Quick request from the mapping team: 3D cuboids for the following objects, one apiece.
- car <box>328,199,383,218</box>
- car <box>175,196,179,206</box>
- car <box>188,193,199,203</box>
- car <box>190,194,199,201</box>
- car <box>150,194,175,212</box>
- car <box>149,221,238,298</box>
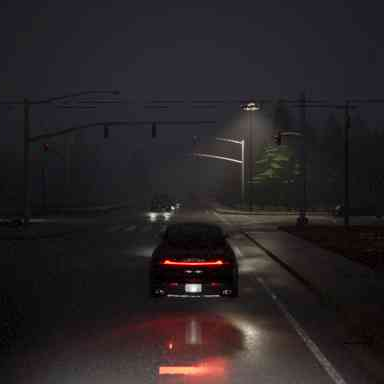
[{"bbox_3d":[14.588,1.379,29.638,4.553,1.767,2.097,0,0,1],"label":"car"},{"bbox_3d":[-3.575,1.564,52.397,1.994,1.385,4.181,0,0,0],"label":"car"},{"bbox_3d":[0.287,1.221,69.222,2.150,2.045,5.566,0,0,2],"label":"car"},{"bbox_3d":[0.574,1.355,80.928,2.097,1.767,4.553,0,0,2],"label":"car"},{"bbox_3d":[-3.598,1.222,39.220,2.150,2.045,5.566,0,0,0],"label":"car"},{"bbox_3d":[0.048,1.501,8.502,1.837,1.490,4.892,0,0,1],"label":"car"}]
